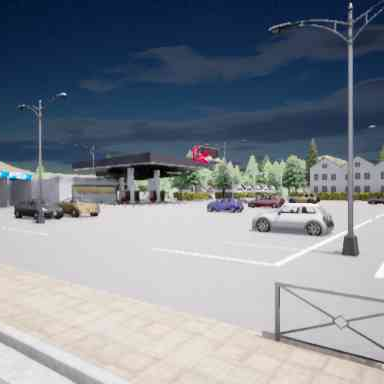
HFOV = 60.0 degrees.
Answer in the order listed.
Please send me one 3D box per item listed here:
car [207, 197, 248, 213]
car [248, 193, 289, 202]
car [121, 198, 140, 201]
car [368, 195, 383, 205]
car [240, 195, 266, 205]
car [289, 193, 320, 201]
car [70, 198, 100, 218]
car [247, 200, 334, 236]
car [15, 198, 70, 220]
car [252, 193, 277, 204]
[{"bbox_3d":[3.223,1.289,33.027,3.633,1.501,1.845,0,0,36],"label":"car"},{"bbox_3d":[9.140,1.268,41.080,4.514,1.523,2.007,0,0,36],"label":"car"},{"bbox_3d":[-14.539,1.457,78.478,2.242,1.667,4.611,0,0,36],"label":"car"},{"bbox_3d":[29.228,1.268,50.448,4.514,1.523,2.007,0,0,36],"label":"car"},{"bbox_3d":[10.172,1.333,55.692,3.806,1.475,1.970,0,0,36],"label":"car"},{"bbox_3d":[17.049,1.068,50.731,4.605,1.855,1.932,0,0,36],"label":"car"},{"bbox_3d":[-9.953,1.299,27.969,5.027,1.636,2.152,0,0,36],"label":"car"},{"bbox_3d":[5.048,1.351,16.862,3.806,1.475,1.970,0,0,36],"label":"car"},{"bbox_3d":[-11.758,1.308,25.403,4.514,1.523,2.007,0,0,36],"label":"car"},{"bbox_3d":[12.623,1.049,58.019,3.866,1.878,1.905,0,0,36],"label":"car"}]
